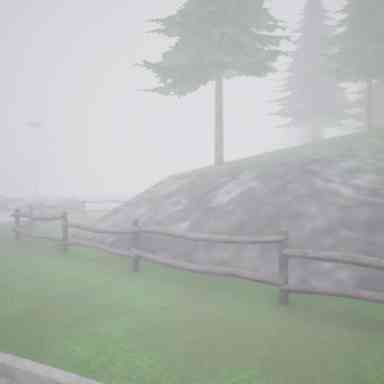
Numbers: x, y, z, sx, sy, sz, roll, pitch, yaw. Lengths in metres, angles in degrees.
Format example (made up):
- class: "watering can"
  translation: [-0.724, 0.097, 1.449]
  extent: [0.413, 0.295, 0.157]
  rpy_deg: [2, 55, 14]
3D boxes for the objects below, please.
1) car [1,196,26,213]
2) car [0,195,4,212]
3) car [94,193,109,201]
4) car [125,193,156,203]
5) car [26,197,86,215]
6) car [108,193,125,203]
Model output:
- class: "car"
  translation: [-14.747, 1.240, 31.344]
  extent: [2.128, 1.511, 4.902]
  rpy_deg: [0, 1, 24]
- class: "car"
  translation: [-18.110, 1.231, 32.393]
  extent: [1.882, 1.535, 5.008]
  rpy_deg: [0, 1, 24]
- class: "car"
  translation: [-14.700, 0.985, 56.962]
  extent: [2.128, 1.511, 4.902]
  rpy_deg: [0, 0, 25]
- class: "car"
  translation: [-8.313, 1.000, 54.098]
  extent: [1.837, 1.490, 4.892]
  rpy_deg: [0, 0, 25]
- class: "car"
  translation: [-11.698, 1.230, 29.590]
  extent: [1.882, 1.535, 5.008]
  rpy_deg: [0, 1, 24]
- class: "car"
  translation: [-11.216, 1.033, 56.155]
  extent: [2.033, 1.411, 5.357]
  rpy_deg: [0, 1, 24]
